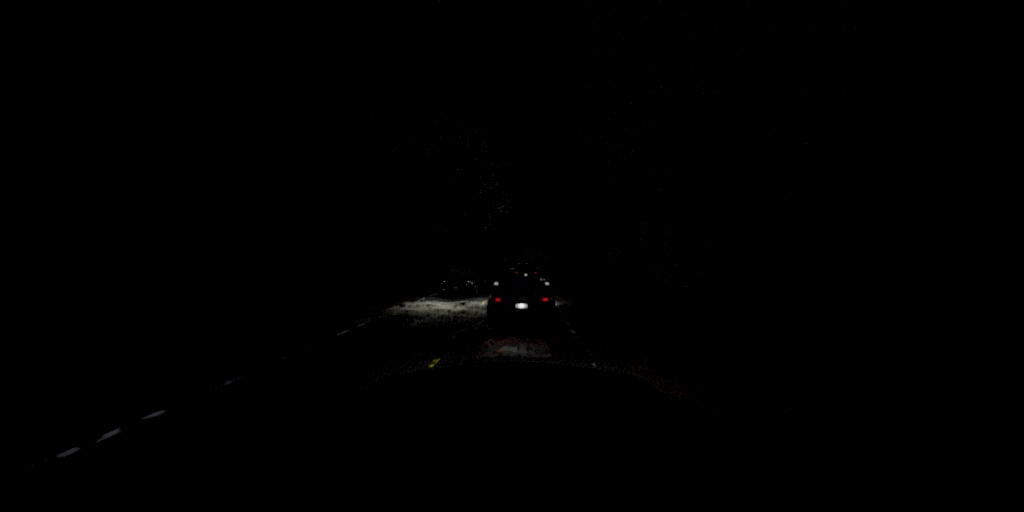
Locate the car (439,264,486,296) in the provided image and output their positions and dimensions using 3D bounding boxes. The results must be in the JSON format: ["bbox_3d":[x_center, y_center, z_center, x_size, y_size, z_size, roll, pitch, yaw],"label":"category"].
[{"bbox_3d":[-2.565,1.236,19.595,1.882,1.535,5.008,0,0,3],"label":"car"}]

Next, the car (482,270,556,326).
[{"bbox_3d":[0.314,1.321,11.728,1.994,1.385,4.181,0,0,2],"label":"car"}]

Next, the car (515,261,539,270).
[{"bbox_3d":[1.138,1.330,27.401,1.994,1.385,4.181,0,0,4],"label":"car"}]

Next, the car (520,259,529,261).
[{"bbox_3d":[2.099,1.254,61.514,1.882,1.535,5.008,0,0,10],"label":"car"}]
